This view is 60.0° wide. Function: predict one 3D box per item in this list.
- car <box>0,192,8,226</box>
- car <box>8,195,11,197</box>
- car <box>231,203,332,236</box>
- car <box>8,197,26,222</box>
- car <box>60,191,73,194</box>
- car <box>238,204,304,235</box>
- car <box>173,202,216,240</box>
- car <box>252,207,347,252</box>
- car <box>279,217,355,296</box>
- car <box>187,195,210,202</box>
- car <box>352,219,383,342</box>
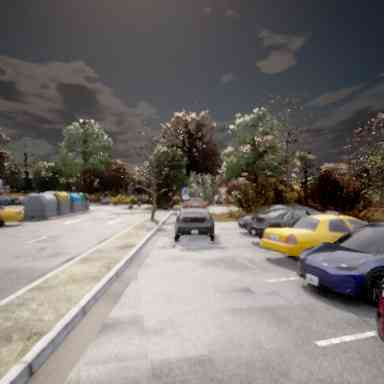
[{"bbox_3d":[-13.312,1.145,17.626,5.566,2.045,2.435,-1,1,-20],"label":"car"},{"bbox_3d":[-30.321,1.337,54.244,2.185,1.767,4.553,1,-2,-19],"label":"car"},{"bbox_3d":[4.858,1.422,18.102,4.892,1.521,2.231,1,1,-20],"label":"car"},{"bbox_3d":[-13.445,1.371,20.602,5.366,1.575,1.946,-1,1,-20],"label":"car"},{"bbox_3d":[-23.703,0.654,60.945,4.553,1.767,2.097,4,-1,1],"label":"car"},{"bbox_3d":[4.841,1.435,14.708,4.892,1.521,2.231,1,0,-20],"label":"car"},{"bbox_3d":[0.121,1.447,16.592,1.837,1.490,4.892,0,0,0],"label":"car"},{"bbox_3d":[5.015,1.445,11.383,5.366,1.575,1.946,1,0,-20],"label":"car"},{"bbox_3d":[4.813,1.487,7.909,4.792,1.488,2.163,1,1,-20],"label":"car"},{"bbox_3d":[0.581,1.188,31.937,2.097,1.767,4.553,0,0,7],"label":"car"},{"bbox_3d":[4.865,1.344,4.538,4.553,1.767,2.185,1,0,-20],"label":"car"}]
